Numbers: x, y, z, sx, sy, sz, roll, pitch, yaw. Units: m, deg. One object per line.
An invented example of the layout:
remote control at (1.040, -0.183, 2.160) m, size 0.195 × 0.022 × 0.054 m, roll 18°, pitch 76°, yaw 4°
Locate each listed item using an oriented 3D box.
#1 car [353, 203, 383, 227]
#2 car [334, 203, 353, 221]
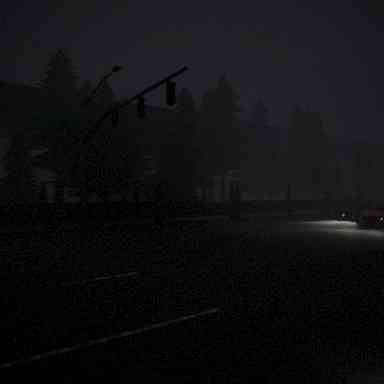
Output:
car at (12.920, 1.471, 21.767) m, size 5.008 × 1.535 × 1.882 m, roll 0°, pitch 0°, yaw -35°
car at (12.976, 1.557, 26.099) m, size 4.181 × 1.385 × 1.994 m, roll 0°, pitch 0°, yaw -35°
